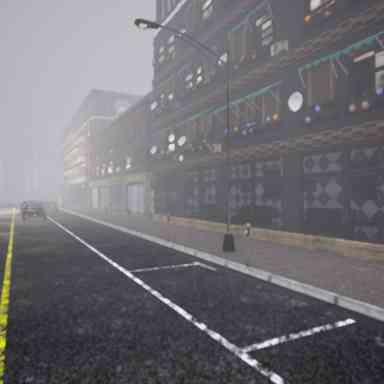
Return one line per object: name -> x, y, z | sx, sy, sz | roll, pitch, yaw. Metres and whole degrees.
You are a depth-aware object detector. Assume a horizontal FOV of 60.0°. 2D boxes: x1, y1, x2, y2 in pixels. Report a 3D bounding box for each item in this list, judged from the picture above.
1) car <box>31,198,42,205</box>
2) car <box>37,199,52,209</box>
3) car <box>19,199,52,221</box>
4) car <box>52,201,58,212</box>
car -> -34.327, 2.041, 73.427 | 2.008, 1.369, 4.403 | 0, -1, -28
car -> -23.786, 1.904, 53.499 | 1.887, 1.381, 4.507 | 0, -1, -28
car -> -13.822, 1.691, 29.096 | 2.128, 1.511, 4.902 | 0, 0, -28
car -> -18.595, 1.819, 43.685 | 1.752, 1.417, 4.829 | 0, -1, -28
